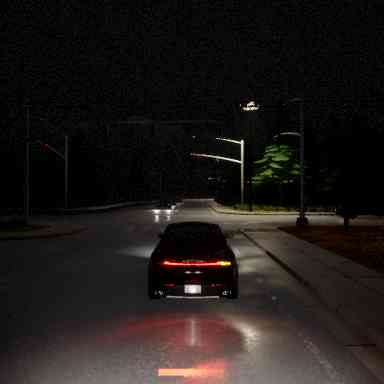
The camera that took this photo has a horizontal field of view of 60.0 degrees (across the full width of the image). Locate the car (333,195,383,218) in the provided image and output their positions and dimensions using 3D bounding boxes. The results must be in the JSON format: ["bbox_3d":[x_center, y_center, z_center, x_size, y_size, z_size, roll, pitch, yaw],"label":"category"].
[{"bbox_3d":[15.543,1.248,29.587,5.566,2.045,2.150,0,0,1],"label":"car"}]

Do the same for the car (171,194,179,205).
[{"bbox_3d":[-3.683,1.547,55.693,2.033,1.411,5.357,0,0,0],"label":"car"}]

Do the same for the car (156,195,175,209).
[{"bbox_3d":[-3.681,1.505,44.378,1.837,1.490,4.892,0,0,0],"label":"car"}]

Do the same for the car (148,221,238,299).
[{"bbox_3d":[0.032,1.501,8.438,1.837,1.490,4.892,0,0,0],"label":"car"}]

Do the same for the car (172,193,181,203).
[{"bbox_3d":[-3.463,1.224,69.591,2.150,2.045,5.566,0,0,1],"label":"car"}]
